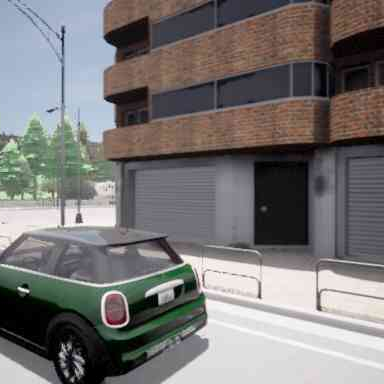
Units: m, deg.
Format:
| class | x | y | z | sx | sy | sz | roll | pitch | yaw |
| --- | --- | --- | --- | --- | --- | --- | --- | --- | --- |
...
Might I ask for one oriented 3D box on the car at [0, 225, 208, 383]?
| class | x | y | z | sx | sy | sz | roll | pitch | yaw |
| --- | --- | --- | --- | --- | --- | --- | --- | --- | --- |
| car | -2.058 | 1.342 | 5.461 | 4.553 | 1.767 | 2.097 | 0 | 0 | 35 |
